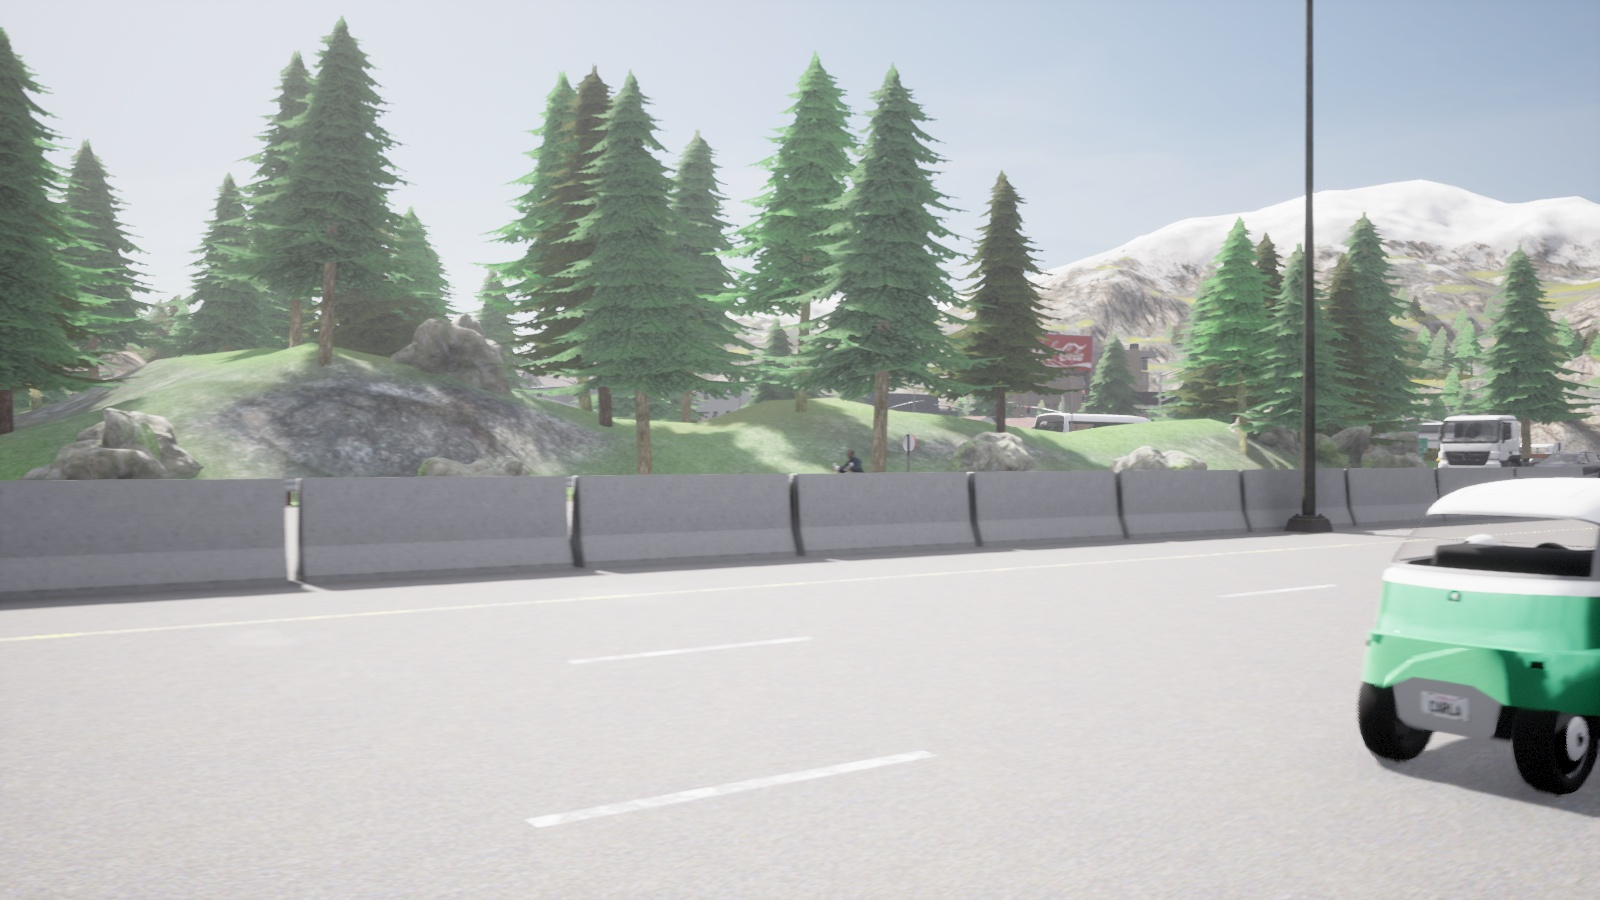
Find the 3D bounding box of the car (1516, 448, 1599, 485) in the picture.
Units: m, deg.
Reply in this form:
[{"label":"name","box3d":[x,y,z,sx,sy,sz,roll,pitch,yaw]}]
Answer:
[{"label":"car","box3d":[35.247,0.729,57.847,4.856,1.649,2.033,0,0,-35]}]

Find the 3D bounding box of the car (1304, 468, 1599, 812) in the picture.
[{"label":"car","box3d":[3.876,0.805,6.347,2.207,1.376,1.481,-1,0,-35]}]

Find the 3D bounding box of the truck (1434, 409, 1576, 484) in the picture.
[{"label":"truck","box3d":[34.763,-0.172,61.771,7.936,3.462,2.891,0,0,-35]}]

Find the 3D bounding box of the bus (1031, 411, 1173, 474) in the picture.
[{"label":"bus","box3d":[21.568,-0.477,89.368,10.273,4.253,3.944,0,0,-35]}]

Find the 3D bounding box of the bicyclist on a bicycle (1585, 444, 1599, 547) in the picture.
[{"label":"bicyclist on a bicycle","box3d":[13.407,0.714,19.867,1.656,1.620,0.582,0,0,-6]}]
